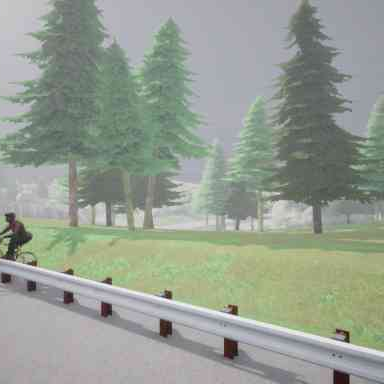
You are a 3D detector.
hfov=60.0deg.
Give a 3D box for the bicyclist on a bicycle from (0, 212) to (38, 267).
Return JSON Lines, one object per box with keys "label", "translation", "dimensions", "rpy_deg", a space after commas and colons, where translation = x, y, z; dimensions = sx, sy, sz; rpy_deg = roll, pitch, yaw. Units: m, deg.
{"label": "bicyclist on a bicycle", "translation": [-4.594, 1.357, 8.416], "dimensions": [0.582, 1.620, 1.656], "rpy_deg": [2, -10, 36]}
